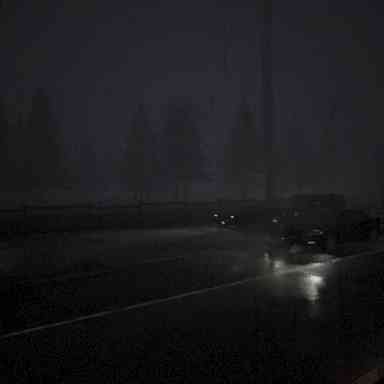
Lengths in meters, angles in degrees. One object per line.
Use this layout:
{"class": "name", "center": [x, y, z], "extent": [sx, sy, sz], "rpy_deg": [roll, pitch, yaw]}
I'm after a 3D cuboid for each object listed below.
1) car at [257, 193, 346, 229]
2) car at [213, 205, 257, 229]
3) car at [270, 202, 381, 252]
{"class": "car", "center": [6.455, 1.083, 18.352], "extent": [5.566, 2.045, 2.150], "rpy_deg": [0, 0, -35]}
{"class": "car", "center": [3.609, 1.469, 20.631], "extent": [4.718, 1.301, 1.895], "rpy_deg": [-1, 0, -35]}
{"class": "car", "center": [5.722, 1.367, 13.560], "extent": [5.008, 1.535, 1.882], "rpy_deg": [0, 0, -35]}
